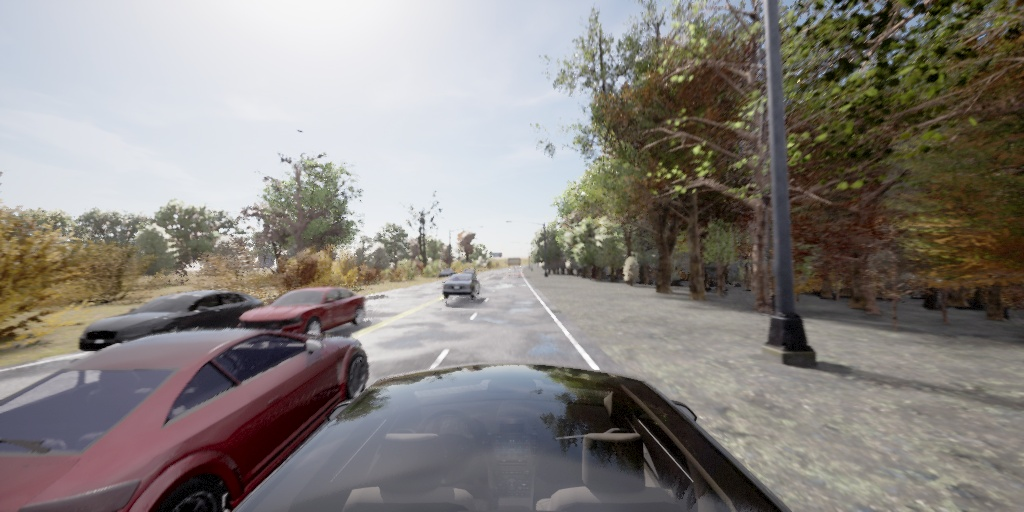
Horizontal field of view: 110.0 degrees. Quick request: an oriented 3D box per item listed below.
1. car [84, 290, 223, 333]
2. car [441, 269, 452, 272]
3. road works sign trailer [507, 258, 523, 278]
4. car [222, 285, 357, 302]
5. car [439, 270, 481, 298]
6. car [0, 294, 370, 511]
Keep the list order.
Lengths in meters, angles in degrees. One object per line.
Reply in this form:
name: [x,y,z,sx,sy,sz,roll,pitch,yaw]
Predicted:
car: [-9.847,1.859,10.994,1.837,1.490,4.892,-1,-2,0]
car: [-9.496,2.616,53.004,1.994,1.385,4.181,1,-2,1]
road works sign trailer: [0.452,2.082,64.391,2.380,3.560,2.880,0,0,1]
car: [-6.579,1.776,11.880,1.882,1.535,5.008,-1,-2,0]
car: [-3.060,1.850,22.372,2.033,1.411,5.357,1,-1,0]
car: [-3.154,1.447,3.798,1.994,1.385,4.181,-1,2,0]
